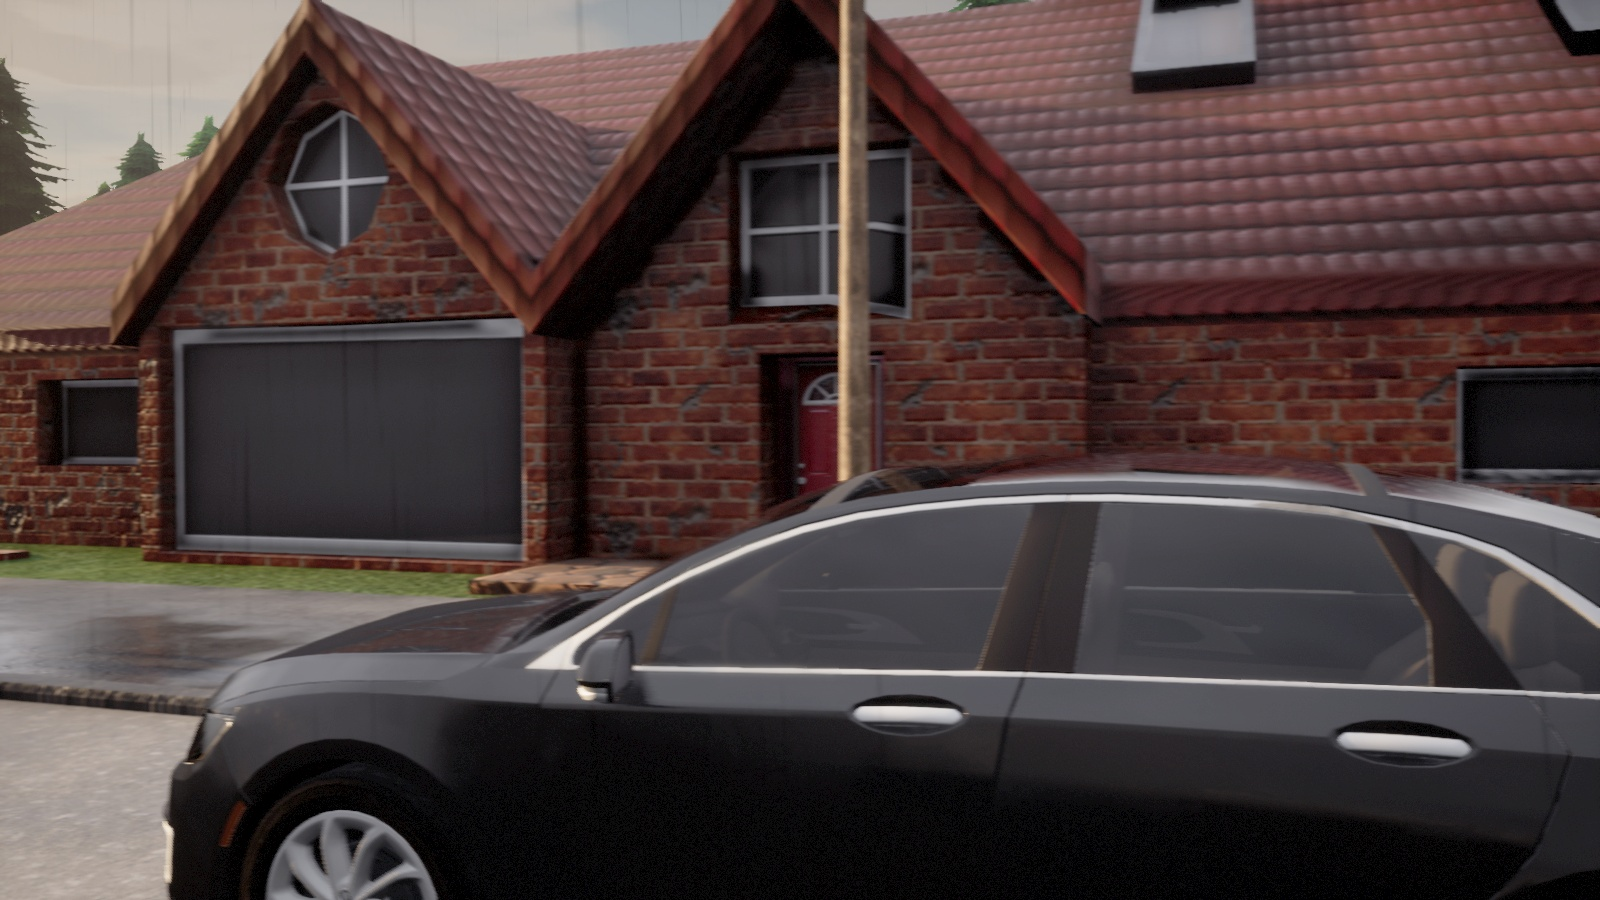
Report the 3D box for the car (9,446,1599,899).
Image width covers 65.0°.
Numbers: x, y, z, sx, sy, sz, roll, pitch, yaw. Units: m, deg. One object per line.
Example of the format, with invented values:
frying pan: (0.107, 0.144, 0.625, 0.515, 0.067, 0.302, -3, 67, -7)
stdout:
car: (0.419, 0.777, 3.579, 4.892, 1.490, 1.837, 1, 1, 18)
